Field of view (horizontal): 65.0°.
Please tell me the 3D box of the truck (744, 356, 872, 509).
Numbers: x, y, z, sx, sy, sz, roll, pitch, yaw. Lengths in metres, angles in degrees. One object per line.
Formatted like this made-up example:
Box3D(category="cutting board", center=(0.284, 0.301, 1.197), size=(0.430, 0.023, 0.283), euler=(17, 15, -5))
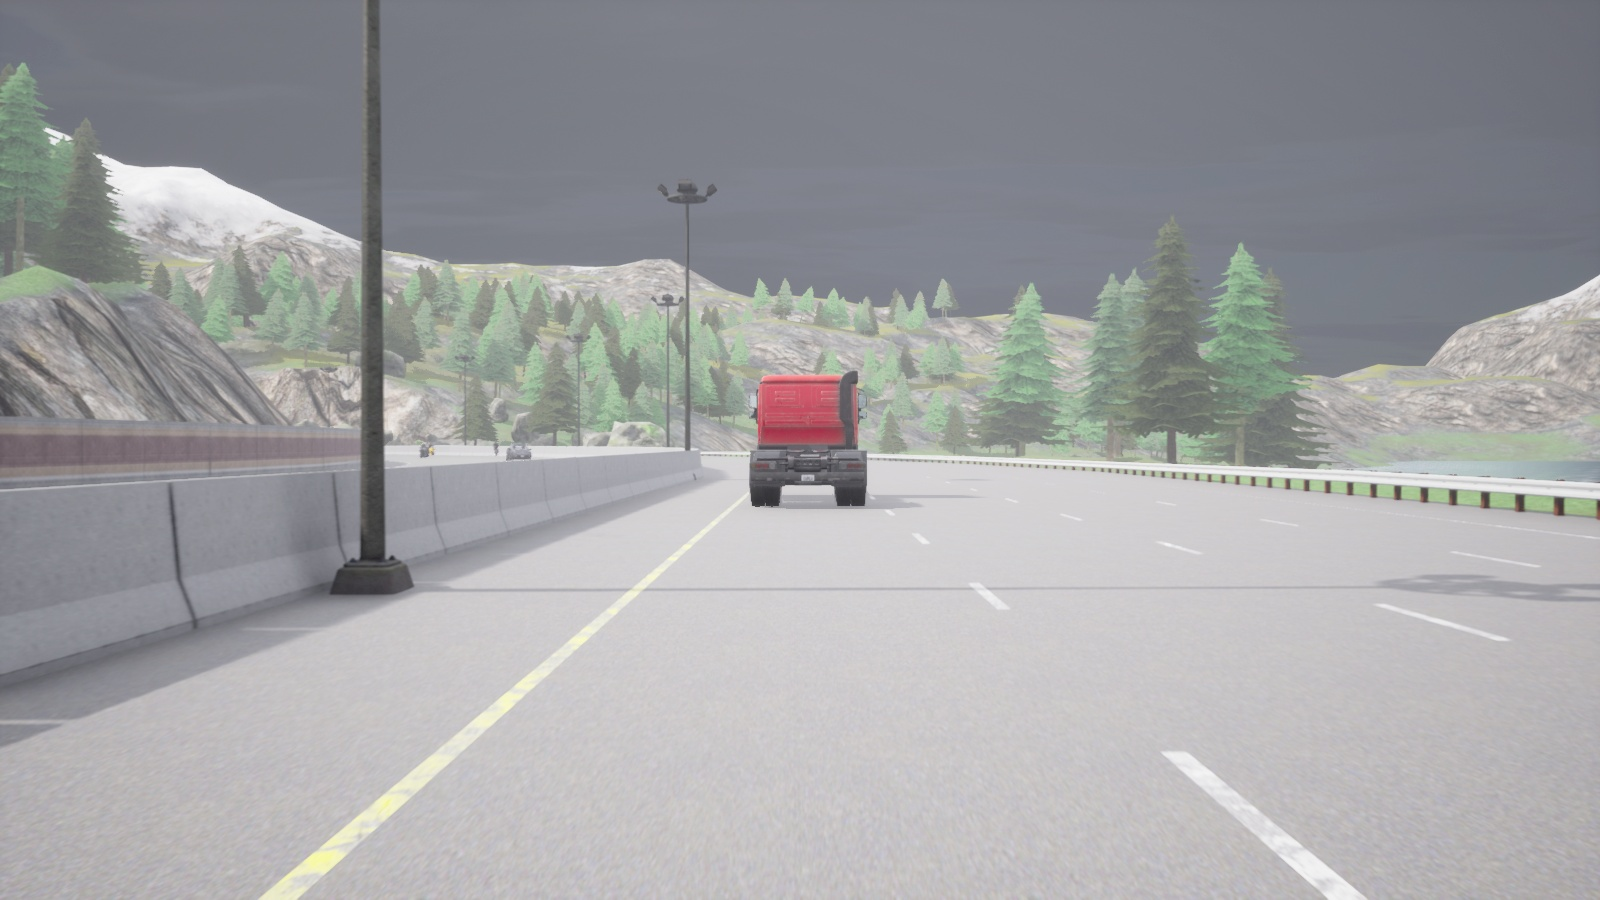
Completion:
Box3D(category="truck", center=(0.202, -0.418, 32.500), size=(2.891, 3.462, 7.936), euler=(0, 0, 0))
